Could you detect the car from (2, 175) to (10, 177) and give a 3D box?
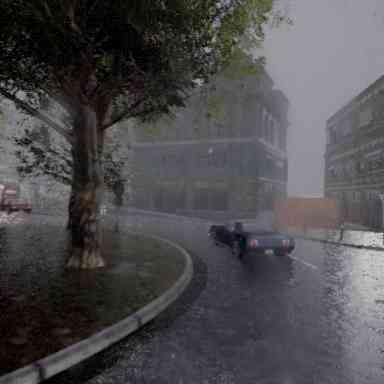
[{"bbox_3d":[-41.141,-2.842,73.797,2.150,2.045,5.566,2,3,-34],"label":"car"}]

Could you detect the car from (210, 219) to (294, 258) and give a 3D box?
[{"bbox_3d":[2.166,1.770,13.593,1.895,1.301,4.718,2,0,-13],"label":"car"}]

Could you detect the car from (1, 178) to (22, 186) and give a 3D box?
[{"bbox_3d":[-26.820,-0.561,49.751,2.150,2.045,5.566,2,4,-29],"label":"car"}]

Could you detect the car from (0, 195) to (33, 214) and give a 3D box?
[{"bbox_3d":[-16.578,1.296,31.099,1.895,1.301,4.718,2,1,-43],"label":"car"}]

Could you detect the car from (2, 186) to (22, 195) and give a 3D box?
[{"bbox_3d":[-22.111,0.495,40.747,1.837,1.490,4.892,2,4,-27],"label":"car"}]
